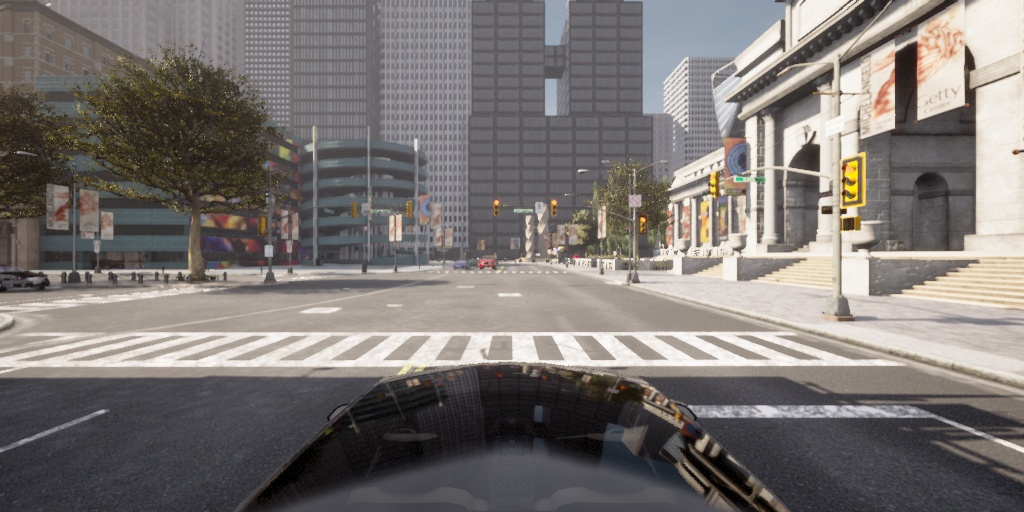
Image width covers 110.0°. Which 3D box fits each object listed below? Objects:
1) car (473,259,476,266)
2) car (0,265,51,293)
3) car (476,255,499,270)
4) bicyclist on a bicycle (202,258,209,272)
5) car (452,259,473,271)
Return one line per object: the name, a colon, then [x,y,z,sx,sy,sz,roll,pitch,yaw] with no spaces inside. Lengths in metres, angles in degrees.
car: [-6.955,1.223,63.691,1.837,1.490,4.892,0,0,0]
car: [-29.161,1.232,20.161,4.902,1.511,2.128,0,0,0]
car: [-3.490,0.945,51.706,2.150,2.045,5.566,0,0,0]
bicyclist on a bicycle: [-34.155,1.031,39.630,0.582,1.620,1.656,0,0,0]
car: [-6.990,1.251,50.287,1.812,1.442,4.674,0,0,0]
